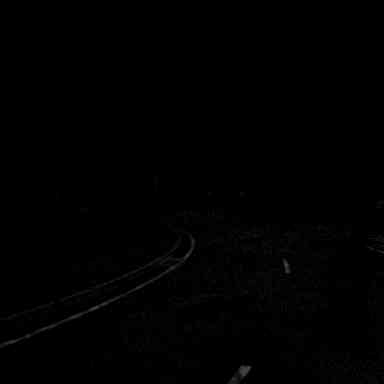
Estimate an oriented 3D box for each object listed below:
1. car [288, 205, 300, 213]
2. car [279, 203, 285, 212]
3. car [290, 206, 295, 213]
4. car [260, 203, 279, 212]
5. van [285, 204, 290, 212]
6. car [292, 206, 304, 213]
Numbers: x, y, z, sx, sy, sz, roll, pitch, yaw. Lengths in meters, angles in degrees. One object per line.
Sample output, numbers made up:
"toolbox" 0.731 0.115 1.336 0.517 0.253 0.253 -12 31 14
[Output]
"car" 24.656 4.191 80.196 2.185 1.767 4.553 0 -3 26
"car" 14.890 3.060 60.331 2.163 1.488 4.792 0 -3 26
"car" 22.176 4.030 75.151 2.002 1.452 4.674 0 -3 26
"car" 12.484 2.752 55.399 2.002 1.452 4.674 2 -2 26
"van" 17.368 3.131 65.372 1.878 1.987 4.442 0 -3 26
"car" 27.090 4.512 85.147 2.185 1.767 4.553 0 -3 26
